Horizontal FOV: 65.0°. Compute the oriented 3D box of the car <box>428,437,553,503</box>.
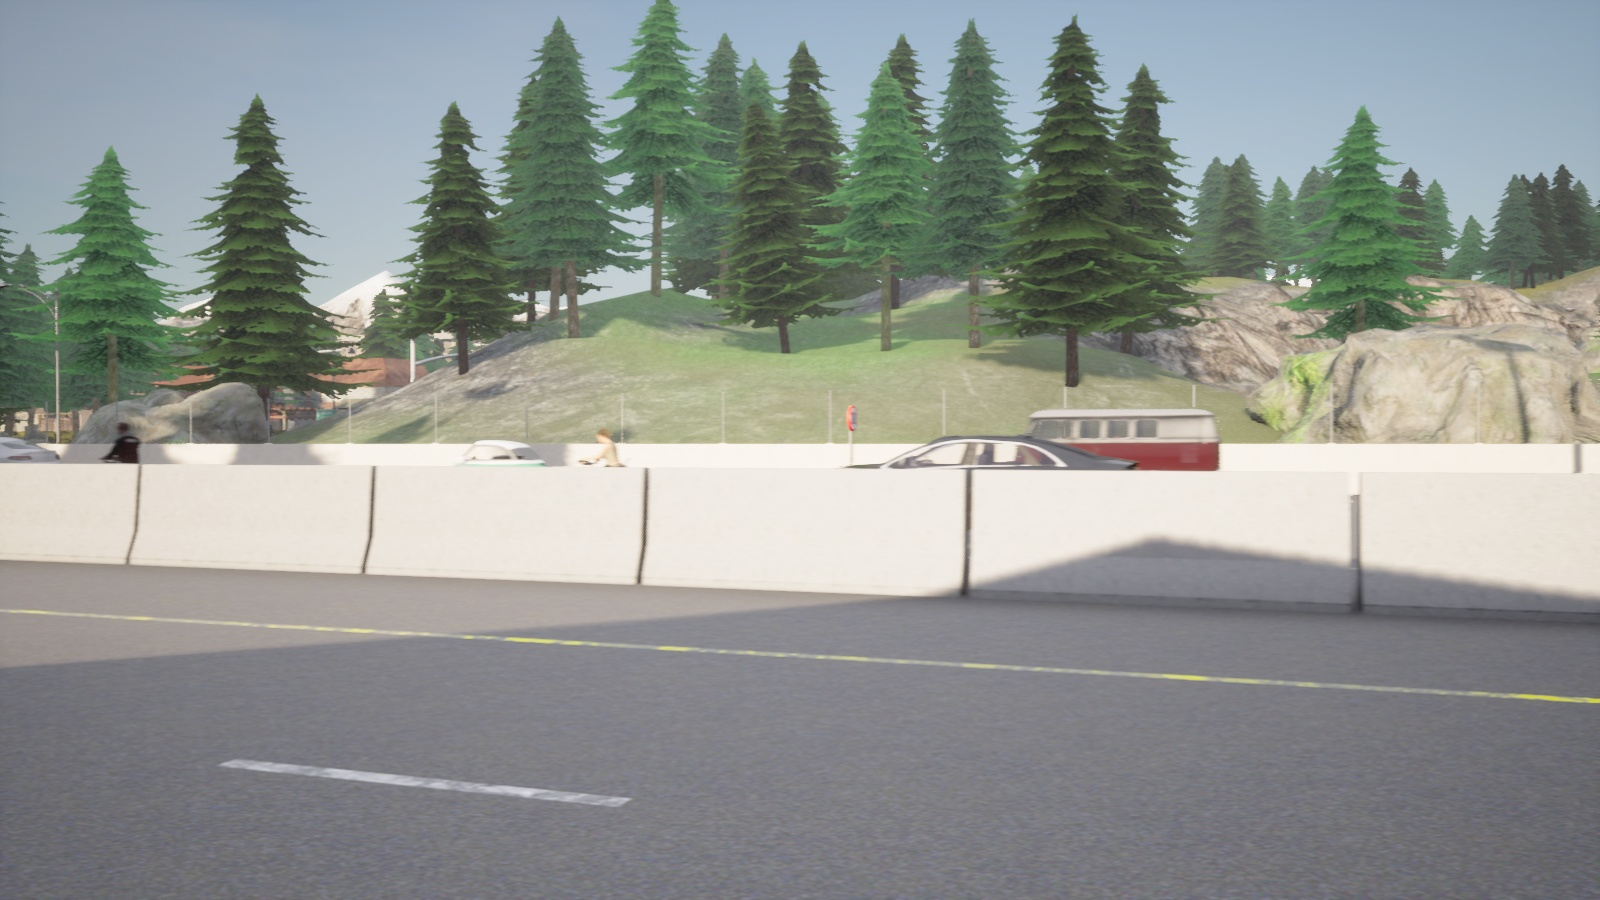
[{"bbox_3d":[-6.802,0.412,27.637,2.207,1.376,1.481,1,1,19],"label":"car"}]

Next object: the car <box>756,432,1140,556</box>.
[{"bbox_3d":[2.071,0.514,17.265,4.902,1.511,2.128,1,1,19],"label":"car"}]

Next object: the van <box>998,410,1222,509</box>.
[{"bbox_3d":[6.615,0.172,26.767,4.442,1.987,1.775,0,1,21],"label":"van"}]

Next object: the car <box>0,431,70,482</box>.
[{"bbox_3d":[-24.179,0.166,37.176,4.674,1.442,1.812,1,1,19],"label":"car"}]
